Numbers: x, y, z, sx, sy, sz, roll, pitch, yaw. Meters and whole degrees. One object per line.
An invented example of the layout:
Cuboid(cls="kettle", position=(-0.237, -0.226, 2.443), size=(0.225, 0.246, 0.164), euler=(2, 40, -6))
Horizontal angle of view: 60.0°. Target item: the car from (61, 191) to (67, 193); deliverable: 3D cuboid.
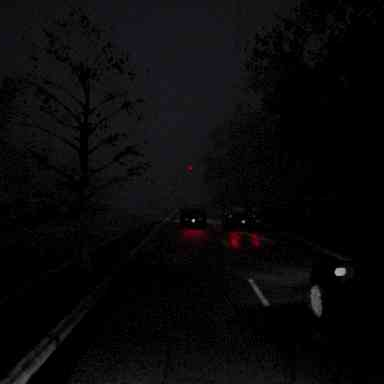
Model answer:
Cuboid(cls="car", position=(-28.196, 0.536, 74.377), size=(2.002, 1.452, 4.674), euler=(6, -3, -19))

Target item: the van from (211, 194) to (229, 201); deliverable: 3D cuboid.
Cuboid(cls="van", position=(7.246, 1.513, 86.115), size=(4.442, 1.987, 1.878), euler=(1, 0, -14))

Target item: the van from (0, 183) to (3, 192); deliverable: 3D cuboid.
Cuboid(cls="van", position=(-43.174, -1.091, 74.431), size=(1.878, 1.987, 4.442), euler=(6, -3, -19))

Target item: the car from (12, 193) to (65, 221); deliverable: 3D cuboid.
Cuboid(cls="car", position=(-13.830, 1.369, 27.640), size=(5.566, 2.045, 2.435), euler=(-1, 0, -20))

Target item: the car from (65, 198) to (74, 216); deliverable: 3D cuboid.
Cuboid(cls="car", position=(-13.971, 1.641, 30.588), size=(5.366, 1.575, 1.946), euler=(-1, 0, -20))

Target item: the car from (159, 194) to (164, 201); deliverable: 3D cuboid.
Cuboid(cls="car", position=(-10.836, 1.787, 86.502), size=(5.366, 1.575, 1.946), euler=(-1, -1, -15))

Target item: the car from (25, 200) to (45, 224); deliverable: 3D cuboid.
Cuboid(cls="car", position=(-13.829, 1.627, 24.634), size=(4.792, 1.488, 2.163), euler=(-1, 0, -20))

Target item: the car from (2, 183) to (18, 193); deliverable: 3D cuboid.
Cuboid(cls="car", position=(-40.229, -0.592, 74.489), size=(2.231, 1.521, 4.892), euler=(6, -3, -19))

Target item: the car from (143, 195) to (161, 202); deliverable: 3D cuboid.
Cuboid(cls="car", position=(-10.744, 1.686, 89.455), size=(4.553, 1.767, 2.185), euler=(-1, -1, -14))

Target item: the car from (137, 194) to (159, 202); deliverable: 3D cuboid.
Cuboid(cls="car", position=(-11.480, 1.812, 83.509), size=(4.792, 1.488, 2.163), euler=(-1, 0, -15))

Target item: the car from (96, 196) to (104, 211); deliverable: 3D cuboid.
Cuboid(cls="car", position=(-13.733, 1.460, 39.689), size=(5.566, 2.045, 2.435), euler=(-1, -1, -20))

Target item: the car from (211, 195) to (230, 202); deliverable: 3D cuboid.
Cuboid(cls="car", position=(7.629, 1.630, 89.084), size=(4.553, 1.767, 2.185), euler=(1, -1, -14))

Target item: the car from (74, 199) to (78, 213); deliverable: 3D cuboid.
Cuboid(cls="car", position=(-13.783, 1.705, 33.655), size=(4.674, 1.452, 2.002), euler=(-1, 0, -20))

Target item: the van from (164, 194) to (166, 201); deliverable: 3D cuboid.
Cuboid(cls="van", position=(-10.280, 1.601, 92.495), size=(4.442, 1.987, 1.878), euler=(-1, -1, -14))

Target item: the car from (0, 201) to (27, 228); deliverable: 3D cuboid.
Cuboid(cls="car", position=(-13.812, 1.578, 21.650), size=(4.892, 1.521, 2.231), euler=(-1, -1, -20))

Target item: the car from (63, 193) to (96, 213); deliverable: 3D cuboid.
Cuboid(cls="car", position=(-13.804, 1.437, 36.653), size=(5.566, 2.045, 2.435), euler=(-1, 0, -20))

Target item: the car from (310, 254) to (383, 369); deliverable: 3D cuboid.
Cuboid(cls="car", position=(3.099, 1.485, 4.194), size=(1.882, 1.535, 5.008), euler=(0, 0, 0))

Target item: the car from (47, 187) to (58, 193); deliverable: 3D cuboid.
Cuboid(cls="car", position=(-31.191, -0.026, 74.439), size=(2.435, 2.045, 5.566), euler=(6, -3, -19))

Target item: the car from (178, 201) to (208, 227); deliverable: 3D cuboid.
Cuboid(cls="car", position=(0.095, 1.607, 23.956), size=(1.837, 1.490, 4.892), euler=(0, 0, 0))

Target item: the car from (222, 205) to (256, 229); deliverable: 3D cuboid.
Cuboid(cls="car", position=(3.095, 1.616, 22.355), size=(1.812, 1.442, 4.674), euler=(0, 0, 0))

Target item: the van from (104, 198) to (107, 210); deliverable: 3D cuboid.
Cuboid(cls="van", position=(-13.618, 1.508, 42.725), size=(4.442, 1.987, 1.878), euler=(-1, -1, -19))

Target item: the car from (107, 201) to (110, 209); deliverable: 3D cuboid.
Cuboid(cls="car", position=(-13.645, 1.632, 45.702), size=(4.553, 1.767, 2.185), euler=(-1, 0, -19))
